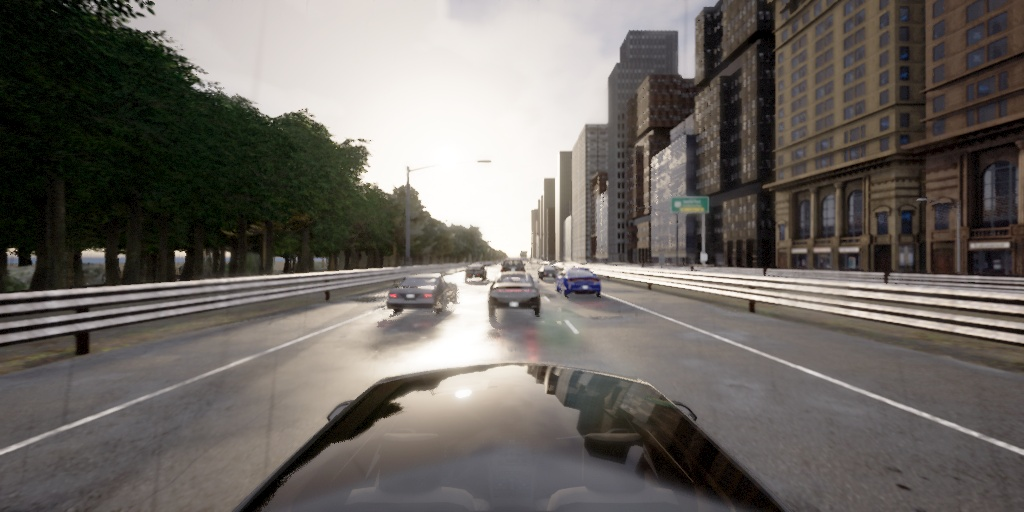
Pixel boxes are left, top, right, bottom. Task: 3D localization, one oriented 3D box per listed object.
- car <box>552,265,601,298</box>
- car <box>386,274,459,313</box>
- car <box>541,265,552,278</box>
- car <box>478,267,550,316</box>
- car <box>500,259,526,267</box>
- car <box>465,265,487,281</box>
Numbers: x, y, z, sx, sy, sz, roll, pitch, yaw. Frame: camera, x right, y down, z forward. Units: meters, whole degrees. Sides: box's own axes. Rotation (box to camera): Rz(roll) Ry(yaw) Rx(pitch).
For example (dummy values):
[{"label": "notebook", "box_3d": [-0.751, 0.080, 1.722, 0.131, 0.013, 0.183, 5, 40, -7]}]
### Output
[{"label": "car", "box_3d": [3.595, 1.412, 20.066, 1.882, 1.535, 5.008, 0, -1, 0]}, {"label": "car", "box_3d": [-3.418, 1.426, 14.622, 2.033, 1.411, 5.357, 0, -1, 0]}, {"label": "car", "box_3d": [3.597, 1.619, 35.552, 1.812, 1.442, 4.674, 0, -1, 0]}, {"label": "car", "box_3d": [0.080, 1.363, 13.934, 2.128, 1.511, 4.902, 0, -1, 0]}, {"label": "car", "box_3d": [0.095, 1.296, 33.703, 2.150, 2.045, 5.566, 0, -1, 0]}, {"label": "car", "box_3d": [-3.405, 1.588, 34.629, 1.837, 1.490, 4.892, 0, -1, 0]}]
